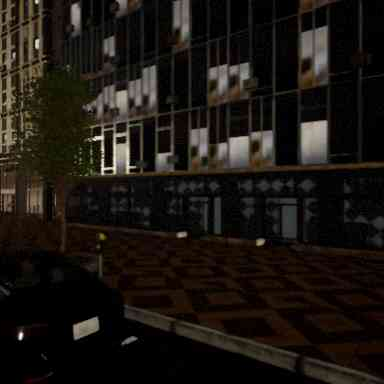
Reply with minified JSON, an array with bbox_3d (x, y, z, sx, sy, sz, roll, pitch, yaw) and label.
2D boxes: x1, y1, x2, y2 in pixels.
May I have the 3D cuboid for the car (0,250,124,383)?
[{"bbox_3d":[-2.873,1.547,4.932,4.313,1.339,1.947,0,0,36],"label":"car"}]
